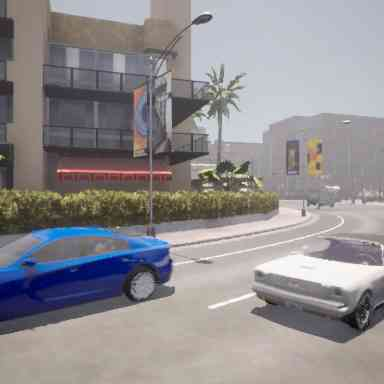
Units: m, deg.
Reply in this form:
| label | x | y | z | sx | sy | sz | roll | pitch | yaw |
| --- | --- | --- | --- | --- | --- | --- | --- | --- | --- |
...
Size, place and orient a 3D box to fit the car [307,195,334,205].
| label | x | y | z | sx | sy | sz | roll | pitch | yaw |
| --- | --- | --- | --- | --- | --- | --- | --- | --- | --- |
| car | 16.564 | 1.073 | 43.027 | 2.097 | 1.767 | 4.553 | 0 | 0 | -4 |

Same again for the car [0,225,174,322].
| label | x | y | z | sx | sy | sz | roll | pitch | yaw |
| --- | --- | --- | --- | --- | --- | --- | --- | --- | --- |
| car | -2.704 | 1.477 | 6.605 | 5.008 | 1.535 | 1.882 | 0 | 0 | -39 |

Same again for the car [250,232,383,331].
| label | x | y | z | sx | sy | sz | roll | pitch | yaw |
| --- | --- | --- | --- | --- | --- | --- | --- | --- | --- |
| car | 3.334 | 1.601 | 7.063 | 4.718 | 1.301 | 1.895 | 0 | 0 | -42 |
